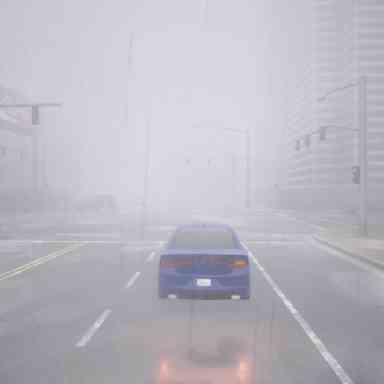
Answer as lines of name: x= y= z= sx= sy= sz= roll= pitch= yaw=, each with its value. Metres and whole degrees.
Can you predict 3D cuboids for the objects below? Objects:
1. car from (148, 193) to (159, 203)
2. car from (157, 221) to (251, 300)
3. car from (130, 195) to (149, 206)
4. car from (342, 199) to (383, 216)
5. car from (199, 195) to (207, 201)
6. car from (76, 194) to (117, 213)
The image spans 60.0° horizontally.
car: x=-8.262 y=1.225 z=69.813 sx=2.150 sy=2.045 sz=5.566 roll=0 pitch=0 yaw=2
car: x=0.310 y=1.478 z=8.462 sx=1.882 sy=1.535 sz=5.008 roll=0 pitch=0 yaw=2
car: x=-8.856 y=1.564 z=54.407 sx=1.994 sy=1.385 sz=4.181 roll=0 pitch=0 yaw=2
car: x=17.234 y=1.505 z=32.366 sx=4.892 sy=1.490 sz=1.837 roll=0 pitch=0 yaw=2
car: x=2.781 y=1.524 z=86.238 sx=1.812 sy=1.442 sz=4.674 roll=0 pitch=0 yaw=2
car: x=-10.640 y=1.222 z=37.554 sx=2.150 sy=2.045 sz=5.566 roll=1 pitch=0 yaw=20
